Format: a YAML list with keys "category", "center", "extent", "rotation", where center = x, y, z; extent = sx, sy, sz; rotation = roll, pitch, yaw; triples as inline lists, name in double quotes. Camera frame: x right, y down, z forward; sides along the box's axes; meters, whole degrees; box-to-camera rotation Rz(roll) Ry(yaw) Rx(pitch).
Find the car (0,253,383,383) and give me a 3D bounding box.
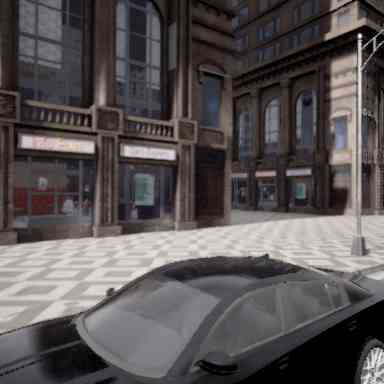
- category: "car"
  center: [0.184, 1.479, 3.388]
  extent: [5.008, 1.535, 1.882]
  rotation: [0, 0, -36]
